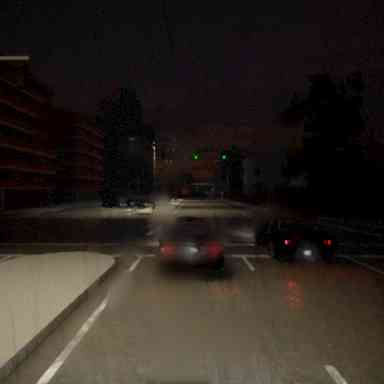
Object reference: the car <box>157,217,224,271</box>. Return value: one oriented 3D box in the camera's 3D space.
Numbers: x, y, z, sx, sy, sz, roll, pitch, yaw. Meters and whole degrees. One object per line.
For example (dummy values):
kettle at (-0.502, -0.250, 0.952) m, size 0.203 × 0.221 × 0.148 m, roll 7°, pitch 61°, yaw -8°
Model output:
car at (-0.158, 1.537, 10.903) m, size 2.033 × 1.411 × 5.357 m, roll 0°, pitch 0°, yaw -3°

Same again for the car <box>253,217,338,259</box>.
car at (3.587, 1.589, 12.532) m, size 1.895 × 1.301 × 4.718 m, roll 0°, pitch 0°, yaw 0°

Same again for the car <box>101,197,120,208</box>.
car at (-11.580, 1.460, 47.602) m, size 1.837 × 1.490 × 4.892 m, roll 0°, pitch 0°, yaw 0°

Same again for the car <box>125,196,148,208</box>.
car at (-8.079, 1.447, 47.618) m, size 2.128 × 1.511 × 4.902 m, roll 0°, pitch 0°, yaw 0°

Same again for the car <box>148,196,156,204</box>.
car at (-8.015, 1.490, 63.812) m, size 2.033 × 1.411 × 5.357 m, roll 0°, pitch 0°, yaw 1°

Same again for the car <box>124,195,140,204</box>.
car at (-11.512, 1.436, 63.846) m, size 2.128 × 1.511 × 4.902 m, roll 0°, pitch 0°, yaw 0°
